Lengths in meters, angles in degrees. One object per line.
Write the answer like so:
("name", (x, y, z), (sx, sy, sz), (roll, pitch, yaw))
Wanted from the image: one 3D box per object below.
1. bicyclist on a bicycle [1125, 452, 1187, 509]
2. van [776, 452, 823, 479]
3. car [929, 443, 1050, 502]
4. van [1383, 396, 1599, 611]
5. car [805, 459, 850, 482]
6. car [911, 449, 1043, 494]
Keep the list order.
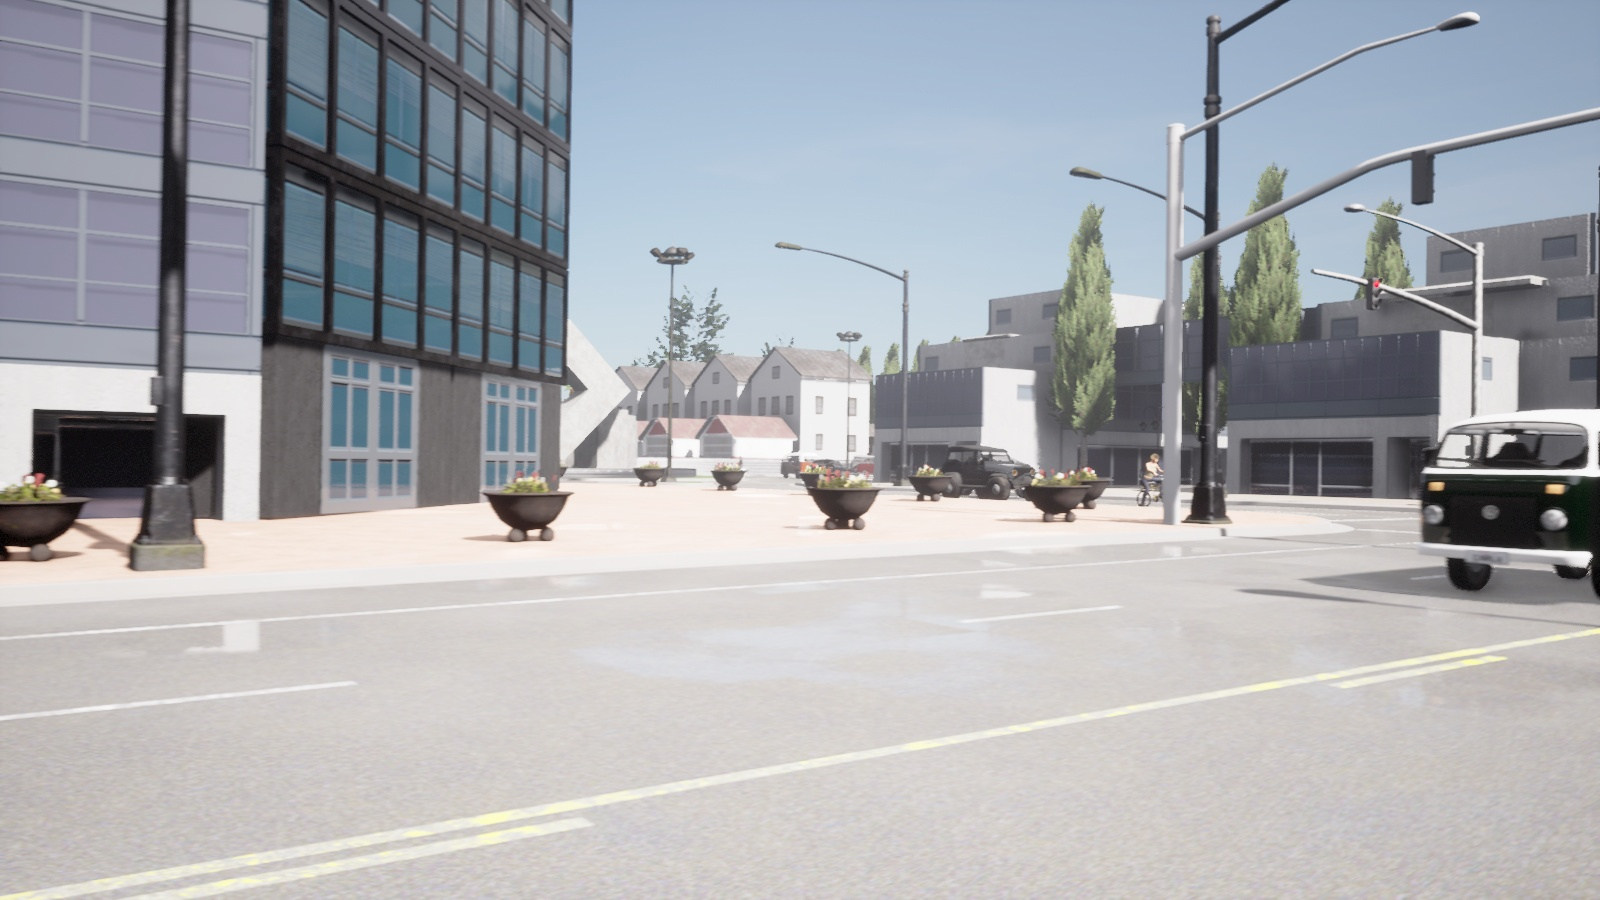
("bicyclist on a bicycle", (10.325, 0.868, 36.476), (0.866, 1.612, 1.509), (1, -1, -34))
("van", (-0.065, 1.219, 97.783), (2.069, 2.038, 4.480), (1, -1, -23))
("car", (6.335, 0.751, 42.301), (1.905, 1.878, 3.866), (1, -1, -35))
("van", (8.725, 0.518, 13.996), (4.480, 2.038, 2.069), (0, 0, -35))
("car", (1.857, 1.362, 83.333), (1.837, 1.490, 4.892), (0, -1, 16))
("car", (6.700, 0.799, 47.968), (2.152, 1.651, 5.027), (1, -1, -34))
